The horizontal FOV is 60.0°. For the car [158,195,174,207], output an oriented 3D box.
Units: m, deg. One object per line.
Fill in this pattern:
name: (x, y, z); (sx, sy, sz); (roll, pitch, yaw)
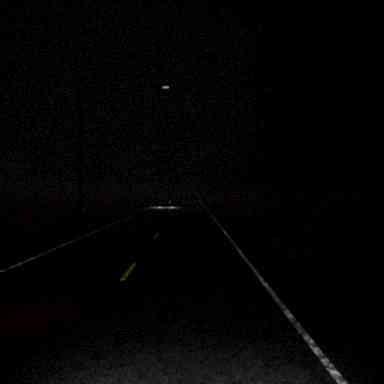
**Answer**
car: (-3.574, 1.212, 45.738); (1.837, 1.490, 4.892); (0, 0, 0)

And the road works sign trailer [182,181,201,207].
road works sign trailer: (0.019, 0.171, 45.654); (2.380, 3.560, 2.880); (0, 1, 1)
